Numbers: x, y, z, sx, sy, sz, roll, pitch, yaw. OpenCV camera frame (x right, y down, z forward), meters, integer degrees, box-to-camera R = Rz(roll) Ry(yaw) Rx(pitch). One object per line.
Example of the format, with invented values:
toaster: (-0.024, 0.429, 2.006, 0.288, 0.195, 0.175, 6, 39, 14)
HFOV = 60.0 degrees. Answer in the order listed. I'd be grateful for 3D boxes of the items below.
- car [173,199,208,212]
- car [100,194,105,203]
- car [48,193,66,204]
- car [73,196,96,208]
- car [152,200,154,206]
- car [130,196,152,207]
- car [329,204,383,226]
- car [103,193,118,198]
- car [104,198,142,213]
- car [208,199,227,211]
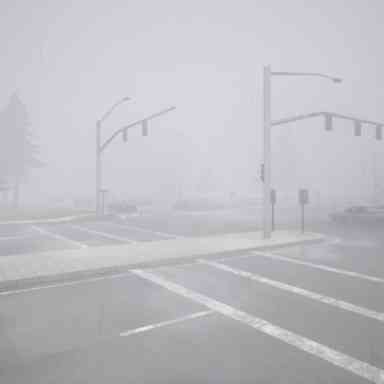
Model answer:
car: (-0.500, 1.561, 38.722, 1.994, 1.385, 4.181, 0, 0, -35)
car: (-19.631, 1.504, 66.150, 1.837, 1.490, 4.892, 0, 0, -35)
car: (-25.119, 1.219, 61.758, 2.150, 2.045, 5.566, 0, 0, -35)
car: (-15.798, 1.503, 48.342, 1.837, 1.490, 4.892, 0, 0, -35)
car: (-8.150, 1.502, 55.734, 1.837, 1.490, 4.892, 0, 0, -35)
car: (-8.297, 1.503, 49.838, 1.837, 1.490, 4.892, 0, 0, -35)
car: (11.534, 1.599, 21.574, 1.895, 1.301, 4.718, 0, 0, -35)
car: (-17.099, 1.221, 68.639, 2.150, 2.045, 5.566, 0, 0, -35)
car: (-7.726, 1.599, 36.820, 1.895, 1.301, 4.718, 0, 0, -35)
car: (1.978, 1.545, 41.282, 2.033, 1.411, 5.357, 0, 0, -35)
